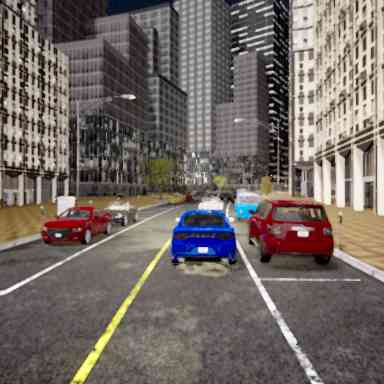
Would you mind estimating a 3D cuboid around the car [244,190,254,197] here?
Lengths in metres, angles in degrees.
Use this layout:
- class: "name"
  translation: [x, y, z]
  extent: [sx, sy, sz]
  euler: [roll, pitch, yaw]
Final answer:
- class: "car"
  translation: [12.936, 0.269, 75.121]
  extent: [1.752, 1.417, 4.829]
  euler: [1, 1, 15]

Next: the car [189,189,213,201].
- class: "car"
  translation: [1.302, 0.587, 47.171]
  extent: [2.097, 1.767, 4.553]
  euler: [0, 1, 10]

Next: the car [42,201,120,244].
- class: "car"
  translation: [-4.818, 1.318, 14.502]
  extent: [1.887, 1.381, 4.507]
  euler: [1, 1, 3]

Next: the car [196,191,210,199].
- class: "car"
  translation: [2.260, 0.512, 65.253]
  extent: [1.947, 1.339, 4.313]
  euler: [1, 1, 13]

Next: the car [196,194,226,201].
- class: "car"
  translation: [1.699, 1.145, 28.201]
  extent: [1.895, 1.301, 4.718]
  euler: [0, 1, 6]

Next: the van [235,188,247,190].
- class: "van"
  translation: [7.731, 0.481, 51.968]
  extent: [1.690, 1.788, 3.998]
  euler: [1, 1, 11]

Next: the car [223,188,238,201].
- class: "car"
  translation: [6.502, 0.306, 55.706]
  extent: [2.150, 2.045, 5.566]
  euler: [0, 1, 11]

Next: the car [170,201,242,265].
- class: "car"
  translation: [0.420, 1.301, 11.122]
  extent: [1.882, 1.535, 5.008]
  euler: [0, 1, 3]

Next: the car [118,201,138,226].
- class: "car"
  translation: [-4.448, 1.233, 20.181]
  extent: [2.008, 1.369, 4.403]
  euler: [1, 1, 4]

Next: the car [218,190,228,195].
- class: "car"
  translation: [8.050, 0.163, 87.245]
  extent: [1.802, 1.307, 4.206]
  euler: [1, 1, 17]

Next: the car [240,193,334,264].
- class: "car"
  translation: [3.040, 1.139, 11.085]
  extent: [2.192, 1.841, 5.009]
  euler: [1, 1, 3]

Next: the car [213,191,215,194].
- class: "car"
  translation: [4.961, 0.328, 76.329]
  extent: [1.947, 1.339, 4.313]
  euler: [1, 1, 15]

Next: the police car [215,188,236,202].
- class: "police car"
  translation: [4.765, 0.671, 46.014]
  extent: [1.930, 1.638, 5.238]
  euler: [0, 1, 9]

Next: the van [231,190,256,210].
- class: "van"
  translation: [3.806, 0.972, 22.768]
  extent: [1.690, 1.788, 3.998]
  euler: [1, 1, 5]

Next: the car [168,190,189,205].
- class: "car"
  translation: [-1.949, 0.843, 42.629]
  extent: [1.752, 1.417, 4.829]
  euler: [1, 1, 8]

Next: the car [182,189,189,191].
- class: "car"
  translation: [-1.038, 0.538, 48.389]
  extent: [2.192, 1.841, 5.009]
  euler: [1, 1, 9]

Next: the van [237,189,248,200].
- class: "van"
  translation: [8.849, 0.383, 57.723]
  extent: [1.690, 1.788, 3.998]
  euler: [1, 1, 12]

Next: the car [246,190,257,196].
- class: "car"
  translation: [14.448, 0.216, 80.592]
  extent: [1.947, 1.339, 4.313]
  euler: [1, 1, 16]
